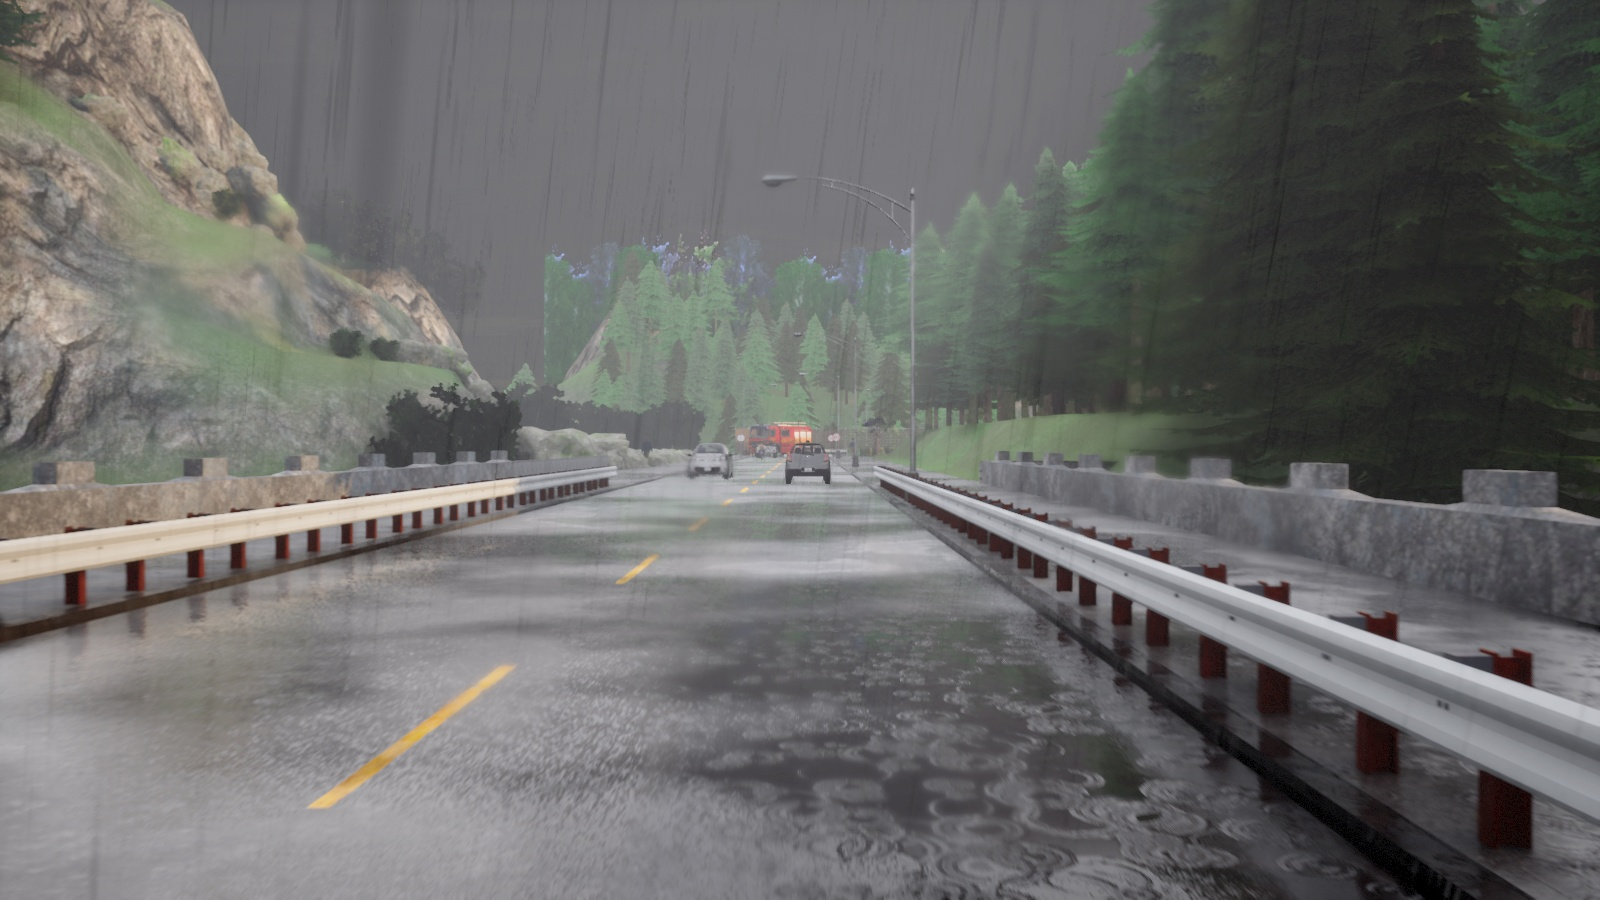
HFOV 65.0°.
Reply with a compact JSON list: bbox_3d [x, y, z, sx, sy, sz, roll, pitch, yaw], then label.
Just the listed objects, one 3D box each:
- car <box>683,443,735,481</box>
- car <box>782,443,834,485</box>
[{"bbox_3d":[-3.678,0.467,51.491,1.845,1.501,3.633,0,0,0],"label":"car"},{"bbox_3d":[0.295,0.496,46.934,1.845,1.501,3.633,0,0,0],"label":"car"}]
